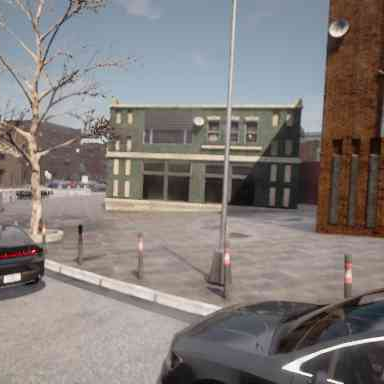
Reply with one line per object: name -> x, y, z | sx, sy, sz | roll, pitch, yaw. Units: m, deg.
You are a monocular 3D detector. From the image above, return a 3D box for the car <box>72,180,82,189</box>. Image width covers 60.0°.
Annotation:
car -> -26.007, -1.545, 68.517 | 5.008, 1.535, 2.097 | 3, 3, 20

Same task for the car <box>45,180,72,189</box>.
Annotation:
car -> -26.931, -1.601, 65.911 | 4.553, 1.767, 2.185 | 3, 3, 20

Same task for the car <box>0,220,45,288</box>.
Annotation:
car -> -5.423, 1.405, 8.114 | 4.892, 1.490, 1.837 | 1, 1, 39

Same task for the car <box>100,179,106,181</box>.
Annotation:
car -> -23.121, -1.760, 76.270 | 4.892, 1.521, 2.231 | 3, 3, 20

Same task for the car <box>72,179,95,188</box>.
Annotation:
car -> -24.044, -1.811, 73.664 | 4.553, 1.767, 2.185 | 3, 3, 20

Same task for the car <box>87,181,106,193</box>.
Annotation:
car -> -15.944, -0.718, 59.838 | 2.128, 1.511, 4.902 | 3, 3, 21

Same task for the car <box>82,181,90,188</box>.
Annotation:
car -> -25.040, -1.576, 71.098 | 4.674, 1.452, 2.002 | 3, 3, 20

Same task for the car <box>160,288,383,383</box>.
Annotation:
car -> 1.945, 1.504, 2.427 | 4.892, 1.490, 1.837 | 0, 0, 36

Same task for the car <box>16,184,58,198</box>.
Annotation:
car -> -18.517, 0.091, 39.494 | 1.895, 1.301, 4.718 | 3, 2, 10
